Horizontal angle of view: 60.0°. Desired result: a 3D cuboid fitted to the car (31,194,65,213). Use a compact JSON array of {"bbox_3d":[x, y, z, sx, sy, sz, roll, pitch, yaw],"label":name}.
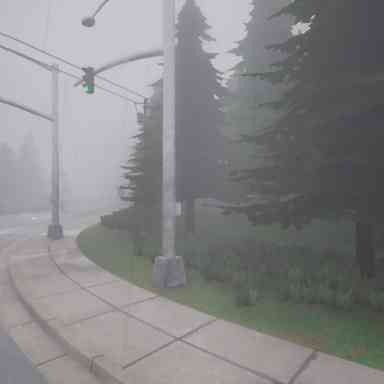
[{"bbox_3d":[-16.017,1.232,37.367,2.150,2.045,5.566,0,0,-4],"label":"car"}]
